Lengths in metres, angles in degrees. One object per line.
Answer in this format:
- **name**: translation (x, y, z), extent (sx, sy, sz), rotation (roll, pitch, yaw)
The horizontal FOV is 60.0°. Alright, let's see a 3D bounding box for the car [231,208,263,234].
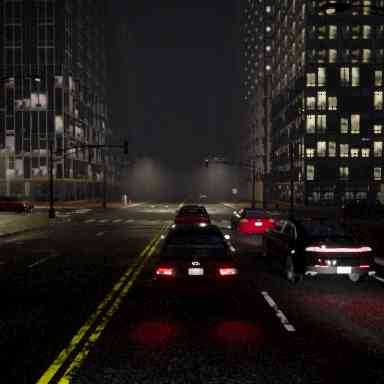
- **car**: translation (3.305, 1.554, 18.480), extent (1.994, 1.385, 4.181), rotation (0, 0, 0)

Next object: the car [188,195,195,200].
- **car**: translation (-0.227, 1.459, 92.866), extent (1.994, 1.385, 4.181), rotation (0, 0, 0)

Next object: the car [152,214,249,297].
- **car**: translation (0.080, 1.544, 8.764), extent (2.033, 1.411, 5.357), rotation (0, 0, 0)

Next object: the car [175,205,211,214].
- **car**: translation (0.060, 1.468, 18.585), extent (1.882, 1.535, 5.008), rotation (0, 0, 1)

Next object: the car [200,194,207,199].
- **car**: translation (3.027, 1.266, 91.407), extent (1.812, 1.442, 4.674), rotation (0, 0, 0)

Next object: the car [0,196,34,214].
- **car**: translation (-18.289, 1.206, 33.295), extent (4.553, 1.767, 2.097), rotation (1, 1, 1)

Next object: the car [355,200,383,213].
- **car**: translation (21.716, 1.642, 38.532), extent (4.829, 1.417, 1.752), rotation (1, 0, 1)

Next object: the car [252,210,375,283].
- **car**: translation (3.325, 1.487, 9.679), extent (2.128, 1.511, 4.902), rotation (0, 0, 0)

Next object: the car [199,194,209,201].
- **car**: translation (3.052, 1.513, 81.434), extent (1.895, 1.301, 4.718), rotation (0, 0, 0)

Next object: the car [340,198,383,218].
- **car**: translation (16.128, 1.519, 30.232), extent (5.009, 1.841, 2.192), rotation (1, 0, 1)

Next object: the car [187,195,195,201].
- **car**: translation (-0.202, 1.519, 82.776), extent (1.895, 1.301, 4.718), rotation (0, 0, 0)
